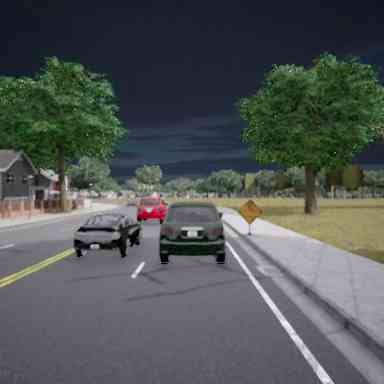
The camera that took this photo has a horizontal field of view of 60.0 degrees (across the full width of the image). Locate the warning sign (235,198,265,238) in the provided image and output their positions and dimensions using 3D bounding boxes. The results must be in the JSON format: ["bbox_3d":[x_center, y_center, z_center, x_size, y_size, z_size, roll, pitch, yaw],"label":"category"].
[{"bbox_3d":[2.885,1.276,16.595,1.300,1.860,1.060,1,0,0],"label":"warning sign"}]

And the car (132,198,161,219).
[{"bbox_3d":[-3.204,1.489,27.565,2.150,2.045,5.566,0,0,0],"label":"car"}]

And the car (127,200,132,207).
[{"bbox_3d":[-11.216,2.152,62.534,1.994,1.385,4.181,0,0,-10],"label":"car"}]

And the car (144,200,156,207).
[{"bbox_3d":[-7.981,2.184,62.940,1.895,1.301,4.718,0,0,-10],"label":"car"}]

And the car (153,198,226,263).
[{"bbox_3d":[0.027,1.347,12.572,2.150,2.045,5.566,0,0,0],"label":"car"}]

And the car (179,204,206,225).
[{"bbox_3d":[0.045,1.811,27.500,2.033,1.411,5.357,0,-1,0],"label":"car"}]

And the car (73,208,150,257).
[{"bbox_3d":[-3.209,1.624,13.495,2.128,1.511,4.902,0,0,1],"label":"car"}]
